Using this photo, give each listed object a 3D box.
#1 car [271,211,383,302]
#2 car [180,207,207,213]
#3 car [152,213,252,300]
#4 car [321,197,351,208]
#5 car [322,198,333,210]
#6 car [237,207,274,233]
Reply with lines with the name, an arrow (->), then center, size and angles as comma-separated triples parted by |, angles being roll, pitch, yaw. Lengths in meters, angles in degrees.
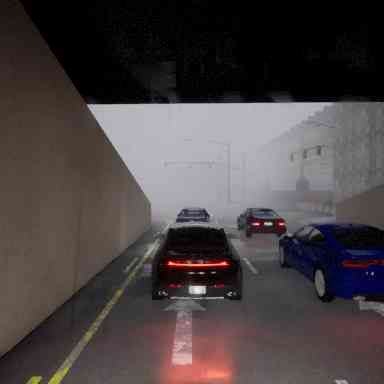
car -> 3.604, 1.478, 8.362 | 1.882, 1.535, 5.008 | 0, 0, 0
car -> 0.099, 1.547, 18.126 | 2.033, 1.411, 5.357 | 0, 0, 3
car -> 0.105, 1.505, 8.380 | 1.837, 1.490, 4.892 | 0, 0, 0
car -> 17.648, 1.295, 40.712 | 4.536, 1.218, 1.853 | 0, 0, -45
car -> 17.611, 1.453, 40.675 | 4.974, 1.542, 2.038 | 0, 0, -45
car -> 3.632, 1.547, 18.114 | 2.033, 1.411, 5.357 | 0, 0, 0
